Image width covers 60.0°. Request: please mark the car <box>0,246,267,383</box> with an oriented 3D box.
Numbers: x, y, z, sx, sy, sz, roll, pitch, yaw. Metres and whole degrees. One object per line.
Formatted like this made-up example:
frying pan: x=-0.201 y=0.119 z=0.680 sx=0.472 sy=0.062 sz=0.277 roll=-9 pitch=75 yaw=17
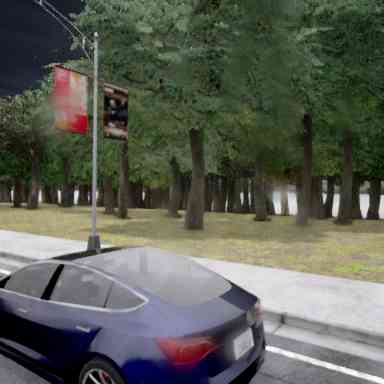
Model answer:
car: x=-1.399 y=1.502 z=4.575 sx=4.792 sy=1.488 sz=2.163 roll=0 pitch=0 yaw=36
